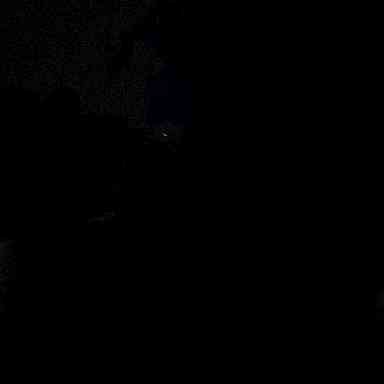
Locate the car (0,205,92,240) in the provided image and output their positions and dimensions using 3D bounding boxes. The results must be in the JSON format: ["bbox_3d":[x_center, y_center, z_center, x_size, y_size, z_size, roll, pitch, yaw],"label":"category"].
[{"bbox_3d":[-8.653,1.642,19.060,2.192,1.841,5.009,-1,-2,36],"label":"car"}]

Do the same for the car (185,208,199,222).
[{"bbox_3d":[1.055,2.198,32.562,1.947,1.339,4.313,-1,-2,36],"label":"car"}]

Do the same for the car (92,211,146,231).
[{"bbox_3d":[-5.317,1.957,23.695,1.752,1.417,4.829,-1,-2,36],"label":"car"}]
